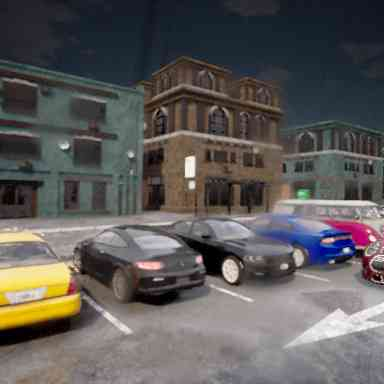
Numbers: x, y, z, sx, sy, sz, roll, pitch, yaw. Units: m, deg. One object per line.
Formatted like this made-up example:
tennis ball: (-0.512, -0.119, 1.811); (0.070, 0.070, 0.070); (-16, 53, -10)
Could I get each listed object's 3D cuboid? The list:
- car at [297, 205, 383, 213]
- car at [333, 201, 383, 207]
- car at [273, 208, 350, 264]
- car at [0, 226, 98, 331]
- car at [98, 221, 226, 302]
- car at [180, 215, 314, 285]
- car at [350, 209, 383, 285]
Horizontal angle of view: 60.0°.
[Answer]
car: (7.560, 1.556, 14.831); (2.231, 1.521, 4.892); (0, 0, -36)
car: (9.906, 1.443, 16.551); (2.185, 1.767, 4.553); (0, 0, -36)
car: (3.027, 1.527, 11.599); (2.097, 1.535, 5.008); (0, 0, -36)
car: (-3.882, 1.481, 6.905); (1.946, 1.575, 5.366); (0, 0, -36)
car: (-1.507, 1.539, 8.368); (2.002, 1.452, 4.674); (0, 0, -36)
car: (0.755, 1.513, 9.991); (2.097, 1.535, 5.008); (0, 0, -36)
car: (6.357, 1.404, 8.526); (4.553, 1.767, 2.097); (0, 0, -35)
